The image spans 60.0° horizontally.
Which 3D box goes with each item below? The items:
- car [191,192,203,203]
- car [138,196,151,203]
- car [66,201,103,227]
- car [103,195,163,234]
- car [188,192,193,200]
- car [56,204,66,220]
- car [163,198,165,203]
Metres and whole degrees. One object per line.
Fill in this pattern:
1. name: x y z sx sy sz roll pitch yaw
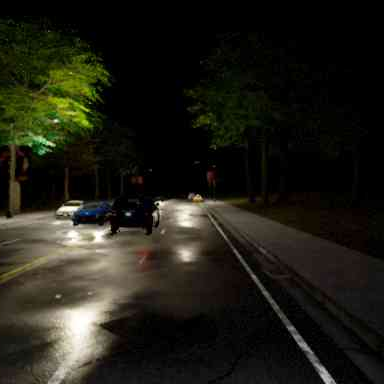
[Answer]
1. car: 1.148 1.356 64.511 1.801 1.575 5.366 0 0 0
2. car: -9.739 1.445 68.416 1.994 1.385 4.181 0 0 0
3. car: -6.596 1.441 22.811 1.882 1.535 5.008 0 0 0
4. car: -3.147 1.191 19.081 2.150 2.045 5.566 0 0 0
5. car: 0.014 1.334 83.921 1.812 1.442 4.674 0 0 0
6. car: -9.833 1.480 28.138 1.812 1.442 4.674 0 0 0
7. car: -6.503 1.425 64.745 1.812 1.442 4.674 0 0 0
